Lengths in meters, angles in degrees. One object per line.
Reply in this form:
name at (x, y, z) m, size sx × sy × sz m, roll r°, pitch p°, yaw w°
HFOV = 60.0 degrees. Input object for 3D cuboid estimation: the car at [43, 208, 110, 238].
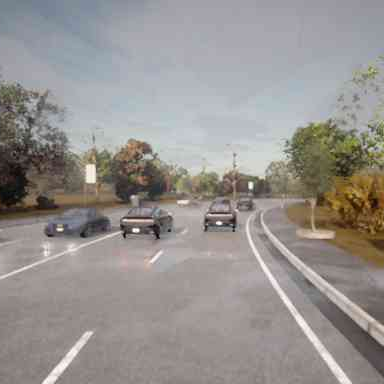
car at (-5.861, 1.537, 17.344) m, size 1.994 × 1.385 × 4.181 m, roll 0°, pitch 0°, yaw 7°

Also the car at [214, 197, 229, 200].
car at (5.069, 1.540, 57.861) m, size 2.033 × 1.411 × 5.357 m, roll 0°, pitch 0°, yaw 24°

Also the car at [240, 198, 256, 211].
car at (6.833, 1.520, 41.958) m, size 1.837 × 1.490 × 4.892 m, roll 0°, pitch 0°, yaw 17°

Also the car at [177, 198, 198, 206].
car at (-0.694, 1.568, 52.856) m, size 1.895 × 1.301 × 4.718 m, roll 0°, pitch 0°, yaw 21°

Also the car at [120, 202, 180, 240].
car at (-2.179, 1.479, 17.075) m, size 2.128 × 1.511 × 4.902 m, roll 0°, pitch 0°, yaw 7°

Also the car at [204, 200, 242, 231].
car at (1.831, 1.493, 20.598) m, size 2.128 × 1.511 × 4.902 m, roll 0°, pitch 0°, yaw 8°
